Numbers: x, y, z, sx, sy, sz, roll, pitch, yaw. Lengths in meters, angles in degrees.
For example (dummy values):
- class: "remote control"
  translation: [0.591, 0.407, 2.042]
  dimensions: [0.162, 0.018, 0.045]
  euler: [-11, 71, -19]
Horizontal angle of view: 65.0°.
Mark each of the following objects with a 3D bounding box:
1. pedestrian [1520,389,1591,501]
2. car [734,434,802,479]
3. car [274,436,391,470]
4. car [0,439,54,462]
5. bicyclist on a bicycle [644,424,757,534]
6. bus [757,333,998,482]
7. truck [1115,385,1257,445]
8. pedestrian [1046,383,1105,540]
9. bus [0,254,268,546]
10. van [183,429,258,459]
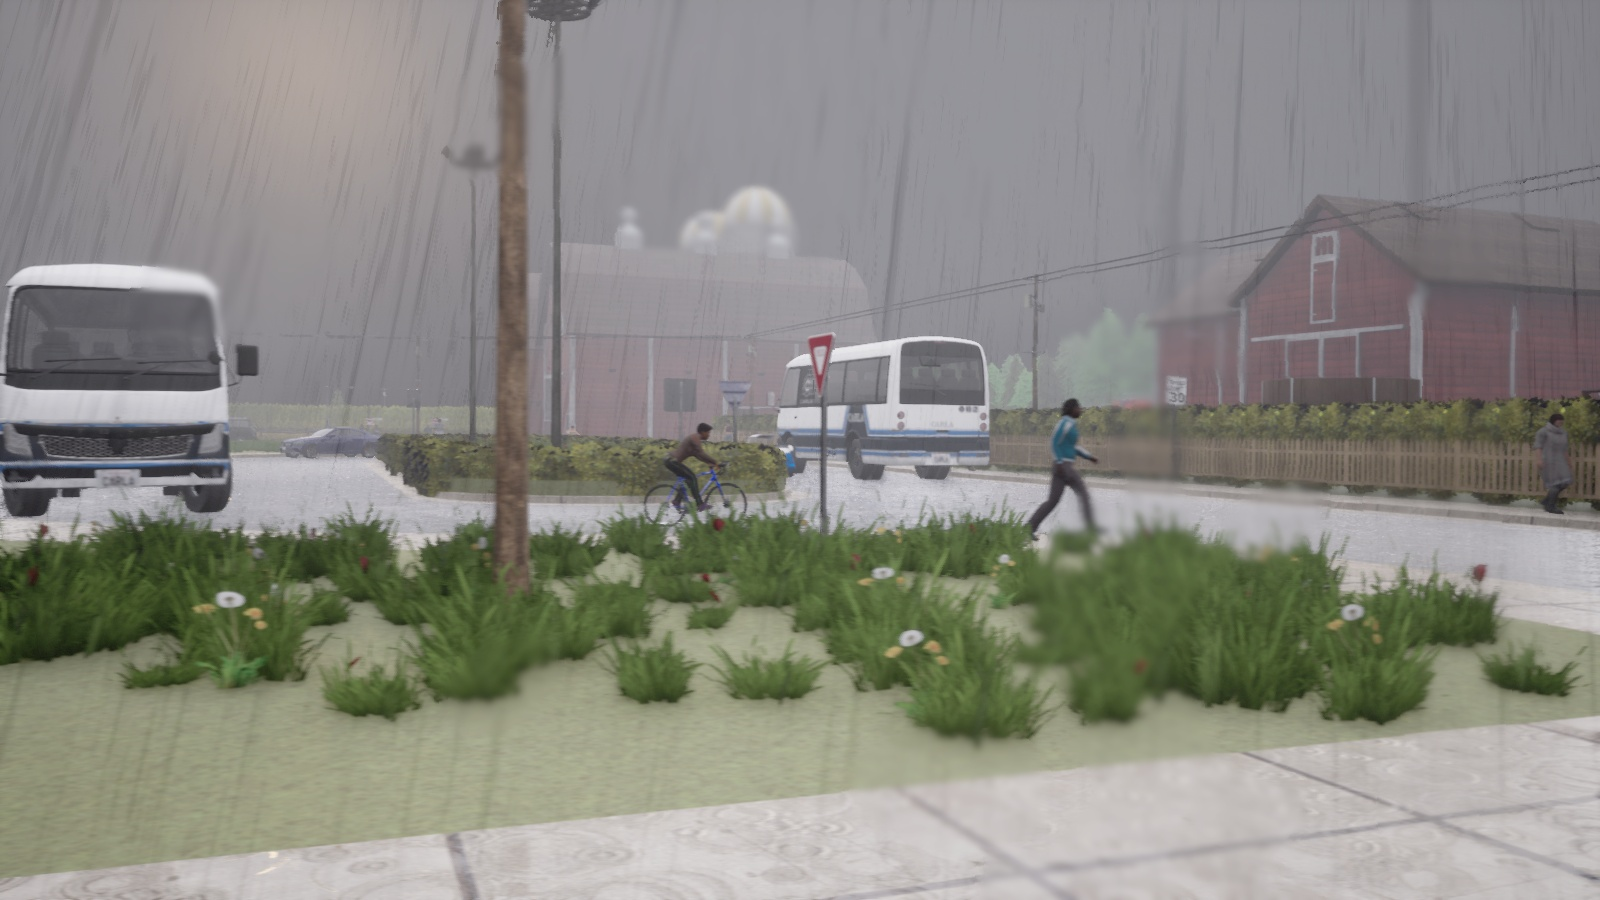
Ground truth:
- class: "pedestrian"
  translation: [13.537, -0.093, 22.505]
  dimensions: [0.659, 1.952, 0.873]
  euler: [-1, 1, -18]
- class: "car"
  translation: [-1.037, 0.192, 39.995]
  dimensions: [1.481, 1.376, 2.207]
  euler: [-1, 1, -21]
- class: "car"
  translation: [-21.233, 0.122, 57.130]
  dimensions: [1.812, 1.442, 4.674]
  euler: [0, 1, 40]
- class: "car"
  translation: [-52.196, 0.037, 83.973]
  dimensions: [3.633, 1.501, 1.845]
  euler: [-1, 1, -21]
- class: "bicyclist on a bicycle"
  translation: [-1.562, 0.437, 19.666]
  dimensions: [1.656, 1.620, 0.582]
  euler: [-2, 1, -12]
- class: "bus"
  translation: [2.166, -1.302, 41.343]
  dimensions: [3.944, 4.253, 10.273]
  euler: [-1, 1, -21]
- class: "truck"
  translation: [25.515, -2.302, 83.251]
  dimensions: [8.468, 3.827, 2.891]
  euler: [-1, 1, -4]
- class: "pedestrian"
  translation: [3.457, 0.145, 15.742]
  dimensions: [0.692, 1.930, 0.396]
  euler: [0, 1, 16]
- class: "bus"
  translation: [-12.709, -0.821, 23.593]
  dimensions: [3.944, 4.253, 10.273]
  euler: [-2, 1, -28]
- class: "van"
  translation: [-39.268, -0.405, 85.206]
  dimensions: [4.442, 1.987, 1.775]
  euler: [-1, 1, -21]
